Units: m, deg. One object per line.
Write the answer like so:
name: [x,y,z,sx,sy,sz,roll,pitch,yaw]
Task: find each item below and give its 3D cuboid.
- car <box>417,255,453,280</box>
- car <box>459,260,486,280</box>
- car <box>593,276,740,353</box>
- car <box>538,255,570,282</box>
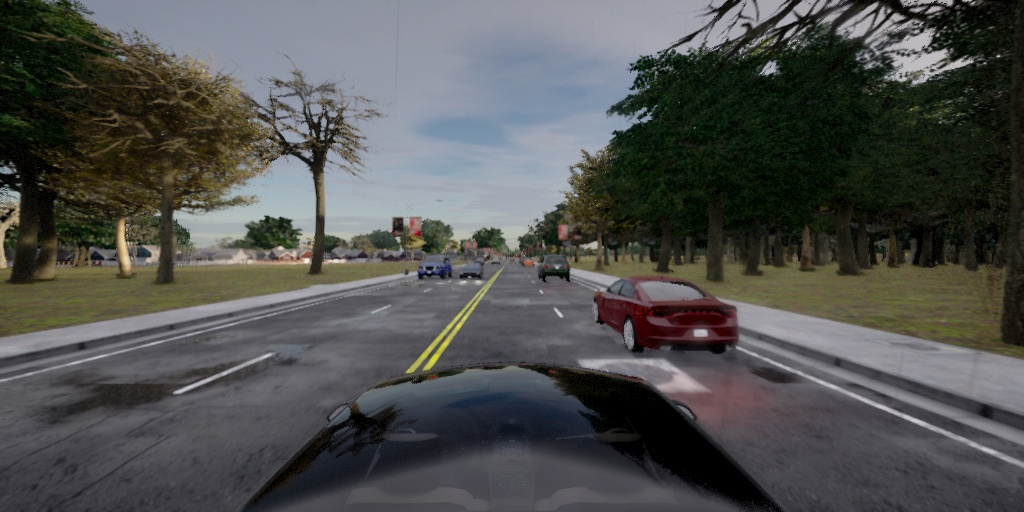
car: [-6.597,0.956,31.367,2.150,2.045,5.566,0,0,0]
car: [-3.349,1.279,31.007,2.033,1.411,5.357,0,0,0]
car: [3.351,1.215,8.840,1.882,1.535,5.008,0,0,0]
car: [3.349,0.951,29.154,2.150,2.045,5.566,0,0,0]
